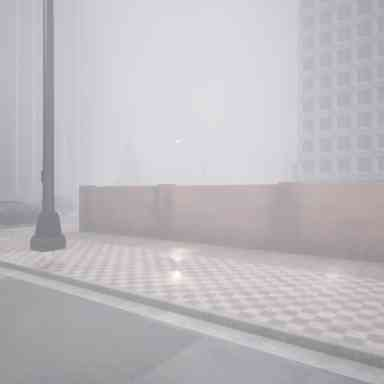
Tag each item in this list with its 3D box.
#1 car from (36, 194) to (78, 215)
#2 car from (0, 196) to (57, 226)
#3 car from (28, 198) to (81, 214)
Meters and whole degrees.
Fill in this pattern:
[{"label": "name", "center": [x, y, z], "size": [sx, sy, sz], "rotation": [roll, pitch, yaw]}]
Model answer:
[{"label": "car", "center": [-13.736, 1.221, 31.121], "size": [2.150, 2.045, 5.566], "rotation": [0, 0, 35]}, {"label": "car", "center": [-11.612, 1.352, 21.615], "size": [2.097, 1.767, 4.553], "rotation": [0, 0, 35]}, {"label": "car", "center": [-14.696, 1.478, 35.842], "size": [1.882, 1.535, 5.008], "rotation": [0, 0, 35]}]
